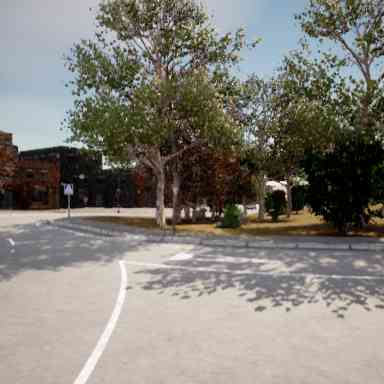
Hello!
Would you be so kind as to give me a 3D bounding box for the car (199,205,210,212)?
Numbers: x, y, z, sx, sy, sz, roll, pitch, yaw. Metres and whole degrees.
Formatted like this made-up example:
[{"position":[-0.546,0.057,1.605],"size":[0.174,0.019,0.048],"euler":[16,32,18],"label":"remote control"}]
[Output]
[{"position":[3.885,4.686,93.762],"size":[2.435,2.045,5.566],"euler":[0,-2,26],"label":"car"}]
